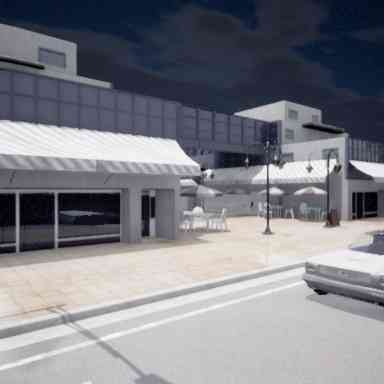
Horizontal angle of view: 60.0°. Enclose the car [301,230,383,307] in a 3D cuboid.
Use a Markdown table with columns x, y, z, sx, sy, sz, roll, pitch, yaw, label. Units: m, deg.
| x | y | z | sx | sy | sz | roll | pitch | yaw | label |
| --- | --- | --- | --- | --- | --- | --- | --- | --- | --- |
| 4.565 | 1.590 | 7.560 | 4.718 | 1.301 | 1.895 | 0 | 0 | -38 | car |
